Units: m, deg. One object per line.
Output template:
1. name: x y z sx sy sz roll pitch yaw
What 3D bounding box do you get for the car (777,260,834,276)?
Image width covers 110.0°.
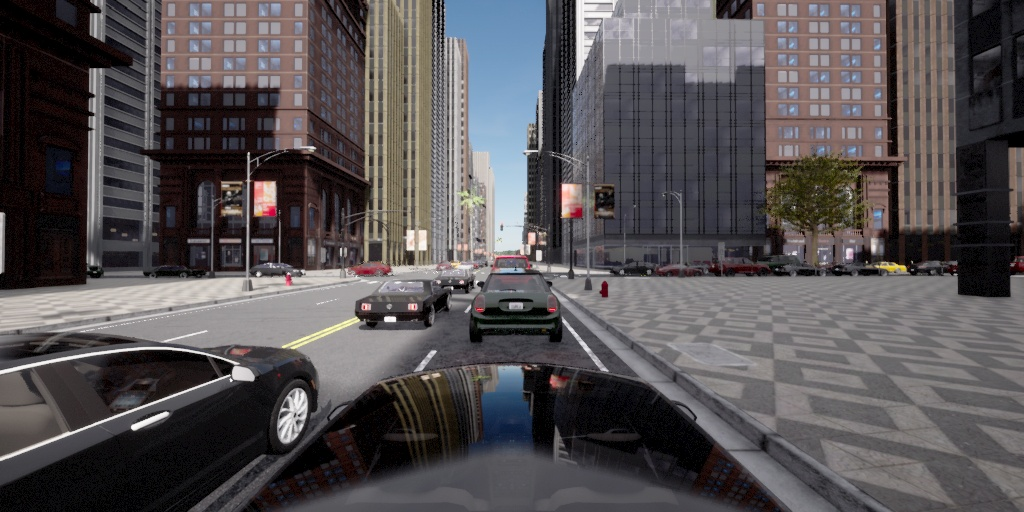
1. car: 26.529 1.276 33.112 4.313 1.339 1.948 0 0 -1

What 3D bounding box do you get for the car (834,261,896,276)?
1. car: 32.166 1.260 33.211 4.313 1.339 1.948 0 0 -1

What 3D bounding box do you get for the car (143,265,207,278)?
1. car: -32.663 1.572 34.859 4.718 1.301 1.895 0 -1 0

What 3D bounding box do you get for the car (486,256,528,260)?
1. car: -0.036 1.003 19.417 2.150 2.045 5.566 0 0 0

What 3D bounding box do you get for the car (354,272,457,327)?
1. car: -3.167 1.361 11.544 1.895 1.301 4.718 0 0 0

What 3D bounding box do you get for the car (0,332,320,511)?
1. car: -3.151 1.255 2.224 1.837 1.490 4.892 0 0 0

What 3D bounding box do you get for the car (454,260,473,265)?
1. car: -6.697 1.569 51.860 1.895 1.301 4.718 0 0 0

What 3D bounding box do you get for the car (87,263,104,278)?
1. car: -43.300 1.241 34.855 5.566 2.045 2.150 0 -1 0

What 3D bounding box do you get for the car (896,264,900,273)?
1. car: 43.129 1.296 41.929 4.829 1.417 1.751 0 0 -1

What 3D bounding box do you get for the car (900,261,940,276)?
1. car: 42.522 1.228 36.025 4.674 1.442 1.812 0 -1 -1

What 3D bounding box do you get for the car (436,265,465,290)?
1. car: -3.189 1.387 20.713 1.895 1.301 4.718 0 0 0

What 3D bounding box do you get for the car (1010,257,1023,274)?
1. car: 49.080 0.973 33.508 5.009 1.841 2.192 0 0 -1

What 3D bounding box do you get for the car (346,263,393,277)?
1. car: -15.105 1.443 38.107 4.674 1.442 1.812 -1 -1 0

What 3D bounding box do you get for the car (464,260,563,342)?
1. car: 0.081 1.108 9.897 2.097 1.767 4.553 0 0 0

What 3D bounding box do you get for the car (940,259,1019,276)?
1. car: 43.442 1.214 33.409 4.507 1.381 1.888 0 0 -1

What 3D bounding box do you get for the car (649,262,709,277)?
1. car: 15.254 1.327 32.915 4.207 1.307 1.802 0 0 -1

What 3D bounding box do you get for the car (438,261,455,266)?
1. car: -9.942 1.503 53.115 1.812 1.442 4.674 0 0 -3

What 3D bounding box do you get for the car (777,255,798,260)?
1. car: 28.189 0.985 38.925 5.566 2.045 2.150 -1 -1 -1

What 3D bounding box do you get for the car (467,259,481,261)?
1. car: -6.695 1.633 61.024 1.895 1.301 4.718 0 0 0

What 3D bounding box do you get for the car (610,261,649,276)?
1. car: 13.031 1.326 38.652 4.892 1.490 1.837 0 -1 -1

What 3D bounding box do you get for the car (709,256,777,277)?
1. car: 20.892 1.041 33.014 5.009 1.841 2.192 0 0 -1

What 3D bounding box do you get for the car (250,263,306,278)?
1. car: -22.716 1.418 34.870 4.902 1.511 2.128 0 -1 0
